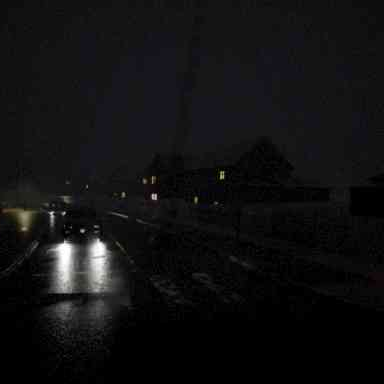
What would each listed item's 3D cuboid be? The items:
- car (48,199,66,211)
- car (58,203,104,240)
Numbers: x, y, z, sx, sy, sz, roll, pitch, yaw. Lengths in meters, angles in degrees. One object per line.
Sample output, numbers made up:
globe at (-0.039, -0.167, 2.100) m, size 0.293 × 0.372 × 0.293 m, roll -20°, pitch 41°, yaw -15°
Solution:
car at (-17.371, 1.609, 42.977) m, size 1.812 × 1.442 × 4.674 m, roll 1°, pitch -1°, yaw -28°
car at (-5.738, 1.504, 17.150) m, size 1.837 × 1.490 × 4.892 m, roll 1°, pitch 0°, yaw -21°
